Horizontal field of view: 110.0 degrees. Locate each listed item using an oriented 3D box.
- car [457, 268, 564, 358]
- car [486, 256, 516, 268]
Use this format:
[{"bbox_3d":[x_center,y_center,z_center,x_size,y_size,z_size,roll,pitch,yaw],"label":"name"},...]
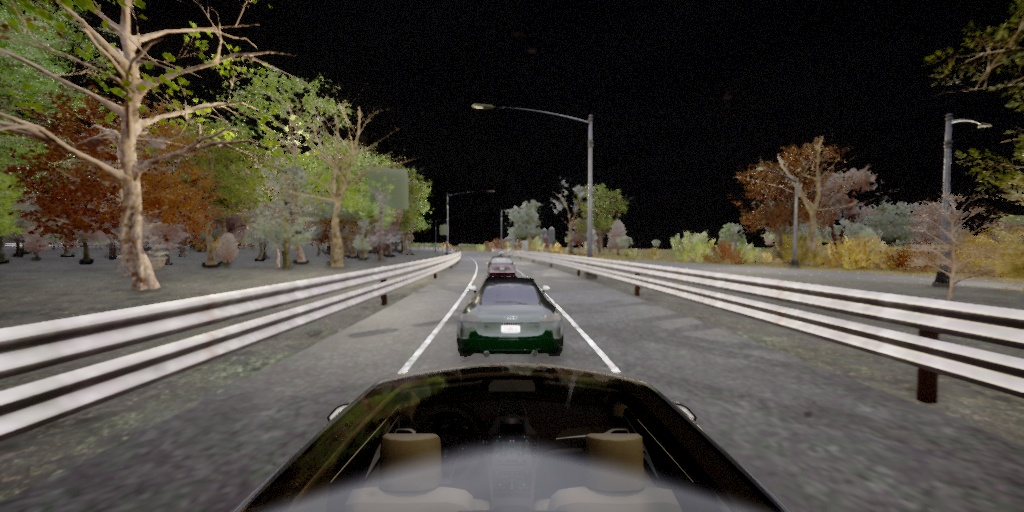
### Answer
[{"bbox_3d":[-0.052,1.150,8.087,1.994,1.385,4.181,0,2,-1],"label":"car"},{"bbox_3d":[-0.730,0.723,23.843,2.033,1.411,5.357,0,2,-3],"label":"car"}]
